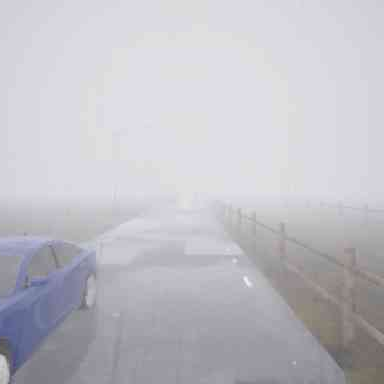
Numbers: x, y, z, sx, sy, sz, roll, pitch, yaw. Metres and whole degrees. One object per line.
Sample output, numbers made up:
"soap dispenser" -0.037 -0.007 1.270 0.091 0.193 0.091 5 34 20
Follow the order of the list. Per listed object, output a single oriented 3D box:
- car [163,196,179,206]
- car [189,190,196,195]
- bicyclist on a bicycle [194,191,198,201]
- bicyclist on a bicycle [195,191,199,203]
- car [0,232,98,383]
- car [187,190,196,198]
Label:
"car" -2.825 1.197 45.959 2.033 1.411 5.357 0 1 0
"car" 0.021 0.108 88.344 1.812 1.442 4.674 0 2 0
"bicyclist on a bicycle" 0.771 0.758 61.244 0.659 1.776 1.843 0 1 0
"bicyclist on a bicycle" 0.769 0.923 52.070 0.659 1.776 1.843 0 1 0
"car" -2.847 1.456 4.846 1.882 1.535 5.008 0 0 0
"car" 0.018 0.581 76.244 1.812 1.442 4.674 0 1 0
